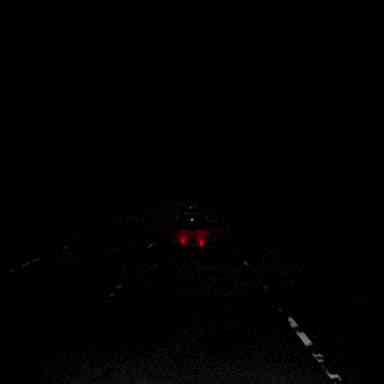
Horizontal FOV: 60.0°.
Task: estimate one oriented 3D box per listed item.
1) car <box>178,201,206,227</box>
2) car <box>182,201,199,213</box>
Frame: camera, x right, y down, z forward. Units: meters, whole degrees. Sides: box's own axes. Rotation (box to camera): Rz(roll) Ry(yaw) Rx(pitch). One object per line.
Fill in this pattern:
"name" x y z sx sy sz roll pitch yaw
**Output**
"car" -0.013 1.626 24.236 2.128 1.511 4.902 0 0 0
"car" -0.212 1.843 41.529 1.994 1.385 4.181 0 -1 -1
